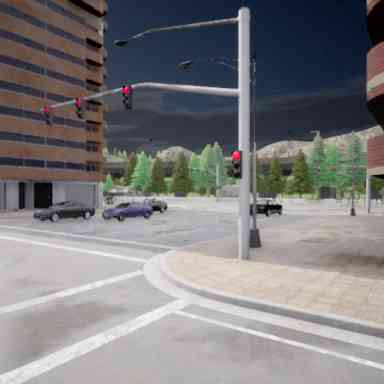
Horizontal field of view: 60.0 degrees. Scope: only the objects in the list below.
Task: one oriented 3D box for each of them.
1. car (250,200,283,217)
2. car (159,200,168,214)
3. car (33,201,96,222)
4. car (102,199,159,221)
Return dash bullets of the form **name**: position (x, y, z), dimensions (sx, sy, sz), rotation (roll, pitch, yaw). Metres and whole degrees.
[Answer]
- **car**: position (7.079, 1.473, 31.768), dimensions (1.882, 1.535, 5.008), rotation (0, 0, 36)
- **car**: position (-4.504, 1.482, 33.905), dimensions (2.128, 1.511, 4.902), rotation (0, 0, 36)
- **car**: position (-9.989, 1.495, 26.366), dimensions (1.837, 1.490, 4.892), rotation (0, 0, 36)
- **car**: position (-5.130, 1.518, 27.105), dimensions (1.812, 1.442, 4.674), rotation (0, 0, 36)
